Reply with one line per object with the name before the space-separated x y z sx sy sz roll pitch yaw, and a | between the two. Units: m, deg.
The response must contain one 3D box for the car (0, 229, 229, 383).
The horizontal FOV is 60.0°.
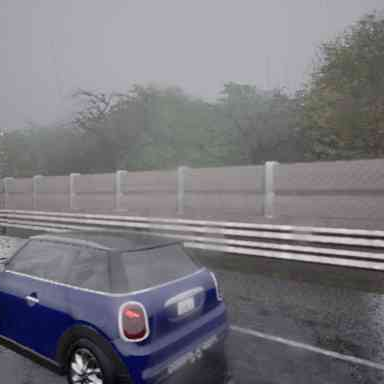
car | -1.794 1.365 5.160 4.553 1.767 2.097 0 0 36
